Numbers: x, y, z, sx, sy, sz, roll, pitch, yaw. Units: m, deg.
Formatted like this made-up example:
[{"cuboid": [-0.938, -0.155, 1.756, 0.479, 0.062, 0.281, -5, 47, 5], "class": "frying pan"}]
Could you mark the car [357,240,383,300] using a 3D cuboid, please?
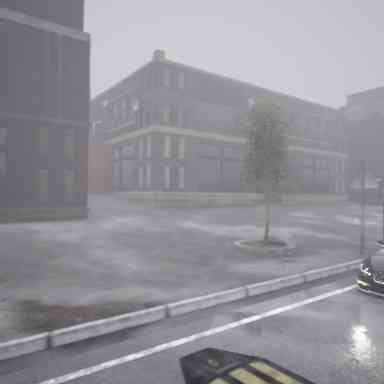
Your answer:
[{"cuboid": [5.587, 1.485, 7.375, 4.892, 1.490, 1.837, 0, 0, -36], "class": "car"}]
